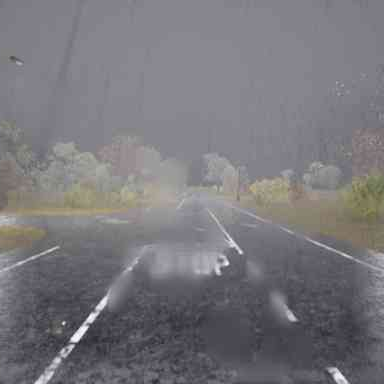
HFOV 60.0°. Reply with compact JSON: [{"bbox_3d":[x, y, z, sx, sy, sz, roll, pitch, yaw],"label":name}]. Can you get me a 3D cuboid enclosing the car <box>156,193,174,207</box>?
[{"bbox_3d":[-3.419,1.037,43.184,2.097,1.767,4.553,0,0,0],"label":"car"}]
